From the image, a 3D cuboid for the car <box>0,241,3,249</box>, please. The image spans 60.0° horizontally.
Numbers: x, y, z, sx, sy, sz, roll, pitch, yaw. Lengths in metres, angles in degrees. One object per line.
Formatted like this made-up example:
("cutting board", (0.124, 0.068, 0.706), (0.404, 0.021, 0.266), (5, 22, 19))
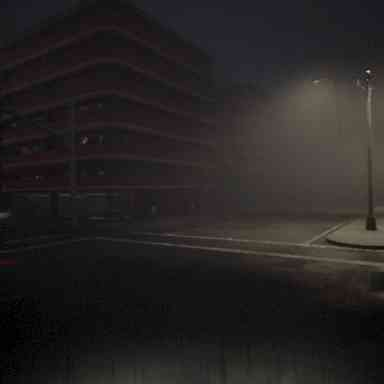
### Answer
("car", (-9.366, 1.702, 12.724), (5.357, 1.411, 2.033), (-1, 0, 35))
